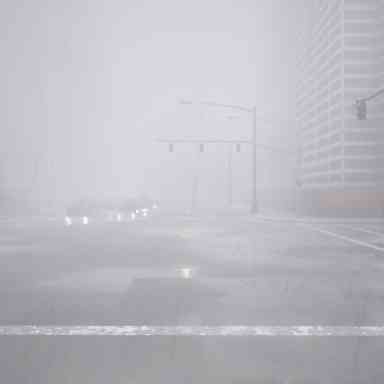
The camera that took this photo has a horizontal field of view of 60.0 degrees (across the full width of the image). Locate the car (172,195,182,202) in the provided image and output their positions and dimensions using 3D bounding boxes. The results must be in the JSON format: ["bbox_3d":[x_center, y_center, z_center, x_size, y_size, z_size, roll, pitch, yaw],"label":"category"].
[{"bbox_3d":[-3.352,1.354,74.372,2.128,1.511,4.902,0,0,0],"label":"car"}]

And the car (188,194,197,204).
[{"bbox_3d":[0.127,1.547,64.081,2.033,1.411,5.357,0,0,0],"label":"car"}]

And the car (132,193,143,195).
[{"bbox_3d":[-10.432,1.477,62.040,1.882,1.535,5.008,0,0,0],"label":"car"}]

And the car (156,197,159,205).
[{"bbox_3d":[-6.963,1.601,58.505,1.895,1.301,4.718,0,0,0],"label":"car"}]

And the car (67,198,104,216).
[{"bbox_3d":[-10.572,1.352,32.716,2.097,1.767,4.553,0,0,1],"label":"car"}]

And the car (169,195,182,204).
[{"bbox_3d":[-3.373,1.491,64.088,2.128,1.511,4.902,0,0,0],"label":"car"}]

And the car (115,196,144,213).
[{"bbox_3d":[-7.024,1.505,37.830,1.837,1.490,4.892,0,0,0],"label":"car"}]

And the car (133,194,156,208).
[{"bbox_3d":[-7.001,1.491,48.181,2.128,1.511,4.902,0,0,0],"label":"car"}]

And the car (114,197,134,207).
[{"bbox_3d":[-10.492,1.547,51.759,2.033,1.411,5.357,0,0,0],"label":"car"}]

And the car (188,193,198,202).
[{"bbox_3d":[0.148,1.184,74.335,2.097,1.767,4.553,0,0,0],"label":"car"}]

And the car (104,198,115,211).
[{"bbox_3d":[-10.514,1.477,41.848,1.882,1.535,5.008,0,0,0],"label":"car"}]
